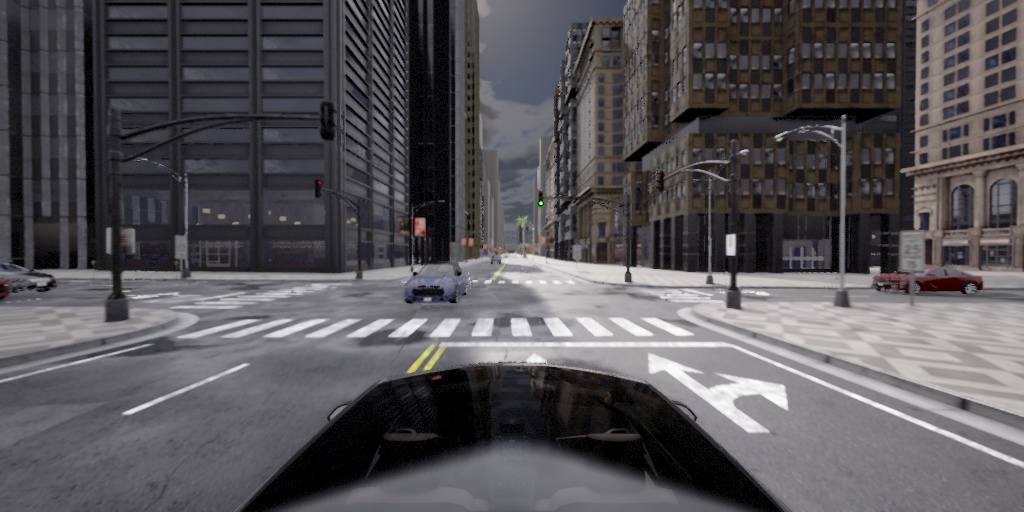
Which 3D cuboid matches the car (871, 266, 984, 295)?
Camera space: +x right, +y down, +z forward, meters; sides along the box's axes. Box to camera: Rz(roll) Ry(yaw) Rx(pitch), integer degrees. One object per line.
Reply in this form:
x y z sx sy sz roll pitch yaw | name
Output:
23.315 1.341 20.254 5.008 1.535 1.882 0 1 0 | car

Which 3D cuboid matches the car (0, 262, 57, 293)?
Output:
-24.576 1.051 16.857 4.902 1.511 2.128 0 1 0 | car

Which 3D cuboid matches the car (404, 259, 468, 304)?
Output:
-3.244 1.063 16.043 2.097 1.767 4.553 0 0 0 | car

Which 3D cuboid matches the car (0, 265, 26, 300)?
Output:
-22.782 1.153 14.120 4.507 1.381 1.888 0 0 0 | car
